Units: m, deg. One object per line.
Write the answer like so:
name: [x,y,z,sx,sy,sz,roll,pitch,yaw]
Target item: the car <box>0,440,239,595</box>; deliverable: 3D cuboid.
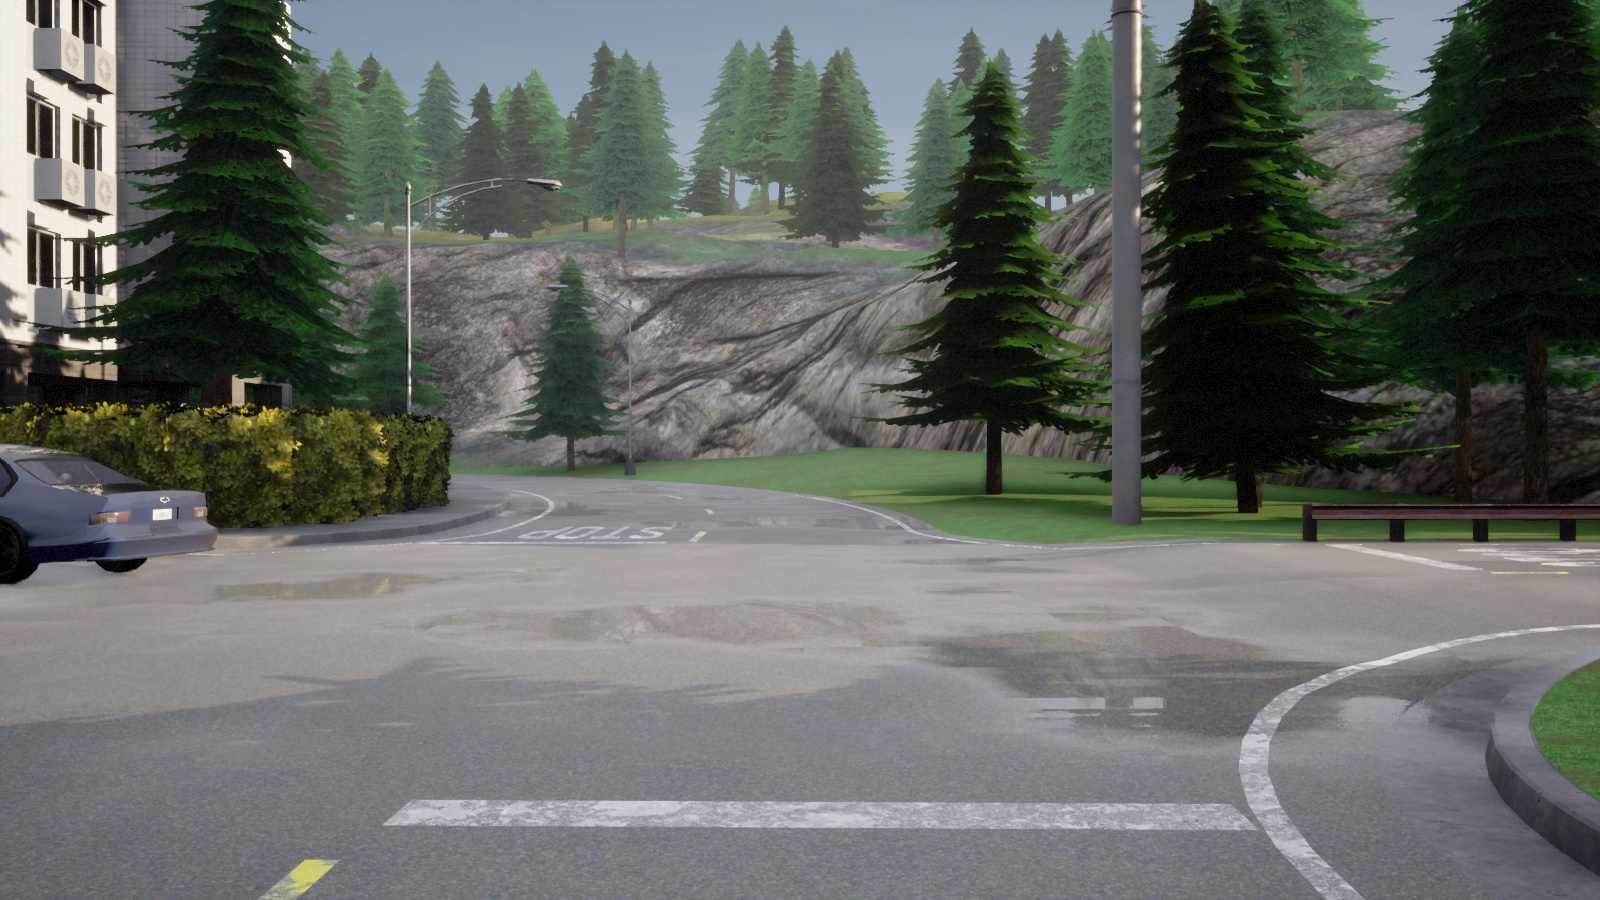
car: [-9.259,0.604,13.918,5.357,1.411,2.033,3,0,13]
